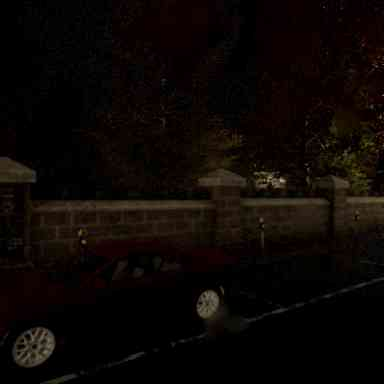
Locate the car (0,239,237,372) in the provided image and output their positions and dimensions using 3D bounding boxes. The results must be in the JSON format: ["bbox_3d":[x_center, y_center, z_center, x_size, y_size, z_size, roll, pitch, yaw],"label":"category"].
[{"bbox_3d":[-1.256,1.544,5.653,4.507,1.381,1.887,0,1,-35],"label":"car"}]
